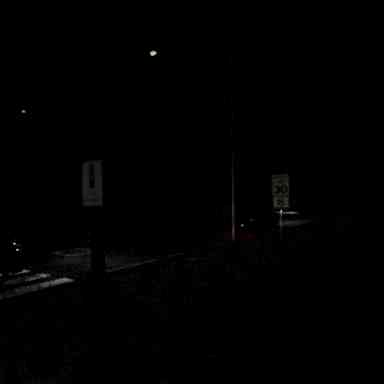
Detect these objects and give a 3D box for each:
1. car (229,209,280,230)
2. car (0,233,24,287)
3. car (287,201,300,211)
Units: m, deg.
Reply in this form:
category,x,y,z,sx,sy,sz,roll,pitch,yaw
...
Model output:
category,x,y,z,sx,sy,sz,roll,pitch,yaw
car,4.388,1.787,22.523,1.895,1.301,4.718,-2,-1,35
car,-6.501,1.376,6.786,2.150,2.045,5.566,-1,-1,35
car,14.160,2.020,48.075,1.812,1.442,4.674,-2,-1,35
